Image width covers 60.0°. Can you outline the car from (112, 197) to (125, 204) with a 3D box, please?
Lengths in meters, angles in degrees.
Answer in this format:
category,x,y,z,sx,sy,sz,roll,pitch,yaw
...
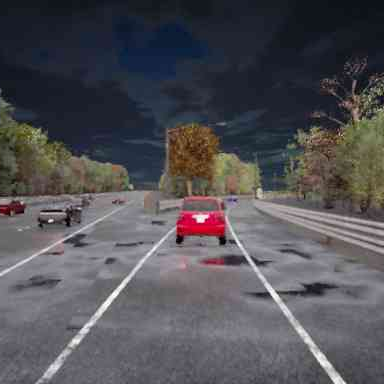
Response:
category,x,y,z,sx,sy,sz,roll,pitch,yaw
car,-12.698,1.439,58.016,1.895,1.301,4.718,0,0,-7

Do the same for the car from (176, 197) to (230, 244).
category,x,y,z,sx,sy,sz,roll,pitch,yaw
car,0.487,1.247,16.289,2.150,2.045,5.566,0,0,3

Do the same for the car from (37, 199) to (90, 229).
category,x,y,z,sx,sy,sz,roll,pitch,yaw
car,-8.255,1.420,21.169,2.128,1.511,4.902,0,0,-7

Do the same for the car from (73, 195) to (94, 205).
category,x,y,z,sx,sy,sz,roll,pitch,yaw
car,-14.364,1.413,42.588,2.033,1.411,5.357,0,0,-7

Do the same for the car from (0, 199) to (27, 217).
category,x,y,z,sx,sy,sz,roll,pitch,yaw
car,-16.301,1.366,29.440,1.882,1.535,5.008,0,0,-7

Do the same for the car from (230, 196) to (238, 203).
category,x,y,z,sx,sy,sz,roll,pitch,yaw
car,9.779,1.693,78.292,1.882,1.535,5.008,0,0,15

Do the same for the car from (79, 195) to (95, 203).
category,x,y,z,sx,sy,sz,roll,pitch,yaw
car,-20.661,1.289,65.569,2.128,1.511,4.902,0,0,-7

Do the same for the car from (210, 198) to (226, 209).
category,x,y,z,sx,sy,sz,roll,pitch,yaw
car,3.857,1.613,48.759,1.882,1.535,5.008,0,0,9
